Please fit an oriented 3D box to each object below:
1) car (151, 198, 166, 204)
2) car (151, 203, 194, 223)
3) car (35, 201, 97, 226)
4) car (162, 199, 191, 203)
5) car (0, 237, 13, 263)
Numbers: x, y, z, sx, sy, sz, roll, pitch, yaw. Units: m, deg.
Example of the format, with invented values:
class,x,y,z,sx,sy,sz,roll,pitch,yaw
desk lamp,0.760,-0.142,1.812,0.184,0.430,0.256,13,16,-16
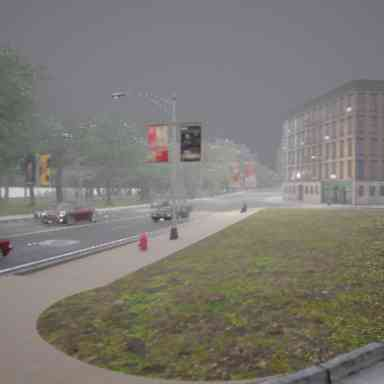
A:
class,x,y,z,sx,sy,sz,roll,pitch,yaw
car,-4.663,1.716,50.835,2.128,1.511,4.902,0,0,18
car,-1.642,1.851,27.946,1.895,1.301,4.718,0,0,18
car,-9.386,1.553,25.711,2.097,1.767,4.553,0,0,18
car,-1.337,1.798,39.891,2.033,1.411,5.357,0,0,18
car,-7.643,1.739,9.529,1.895,1.301,4.718,0,0,18
